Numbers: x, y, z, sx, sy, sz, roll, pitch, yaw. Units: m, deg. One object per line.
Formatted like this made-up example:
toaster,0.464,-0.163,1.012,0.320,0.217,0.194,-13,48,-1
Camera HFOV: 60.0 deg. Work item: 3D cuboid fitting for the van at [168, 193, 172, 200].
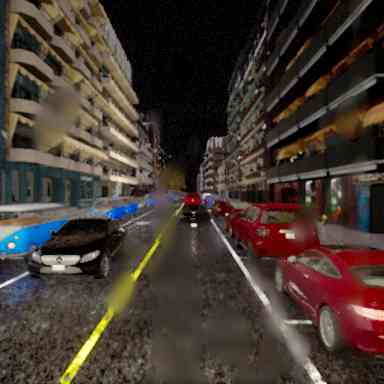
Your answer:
van,-5.692,1.191,68.098,1.690,1.788,3.998,0,0,0

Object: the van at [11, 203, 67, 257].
van,-5.685,1.307,11.477,1.690,1.788,3.998,0,0,0

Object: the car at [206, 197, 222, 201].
car,2.691,1.493,34.127,1.802,1.307,4.206,0,0,0

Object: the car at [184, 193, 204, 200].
car,0.094,1.112,43.683,2.150,2.045,5.566,0,0,0

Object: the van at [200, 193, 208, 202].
van,2.687,1.184,73.762,1.690,1.788,3.998,0,0,0

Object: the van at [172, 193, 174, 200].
van,-5.696,1.167,90.746,1.690,1.788,3.998,0,0,0

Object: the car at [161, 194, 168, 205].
car,-5.692,1.411,56.775,1.887,1.381,4.507,0,0,0

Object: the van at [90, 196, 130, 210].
van,-5.686,1.278,22.801,1.690,1.788,3.998,0,0,0

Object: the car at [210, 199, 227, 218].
car,2.692,1.506,28.464,1.802,1.307,4.206,0,0,0

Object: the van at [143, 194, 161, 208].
van,-5.689,1.228,45.449,1.690,1.788,3.998,0,0,0

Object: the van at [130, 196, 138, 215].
van,-5.687,1.265,28.462,1.690,1.788,3.998,0,0,0

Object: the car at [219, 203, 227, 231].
car,2.693,1.496,17.141,1.887,1.381,4.507,0,0,0

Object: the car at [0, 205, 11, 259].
car,-5.683,1.297,5.814,2.192,1.841,5.009,0,0,0

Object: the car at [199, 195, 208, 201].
car,2.686,1.402,79.424,1.947,1.339,4.313,0,0,0

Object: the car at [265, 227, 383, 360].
car,2.695,1.564,5.817,1.802,1.307,4.206,0,0,0

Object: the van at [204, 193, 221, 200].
van,2.692,1.240,39.789,1.690,1.788,3.998,0,0,0

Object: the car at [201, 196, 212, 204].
car,2.688,1.424,62.437,1.947,1.339,4.313,0,0,0

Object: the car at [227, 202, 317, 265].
car,2.695,1.281,11.478,2.192,1.841,5.009,0,0,0

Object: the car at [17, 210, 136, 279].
car,-3.095,1.495,10.053,1.812,1.442,4.674,0,0,0

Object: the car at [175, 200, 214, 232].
car,0.098,1.450,19.499,1.837,1.490,4.892,0,0,0
